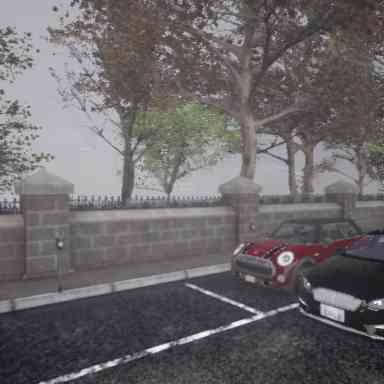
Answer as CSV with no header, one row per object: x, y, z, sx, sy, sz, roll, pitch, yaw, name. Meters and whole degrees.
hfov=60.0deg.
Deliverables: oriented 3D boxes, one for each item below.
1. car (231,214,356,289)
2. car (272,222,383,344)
2.942,1.424,8.656,4.097,1.590,1.967,0,0,-35,car
4.024,1.477,6.224,4.902,1.511,2.128,0,0,-35,car
